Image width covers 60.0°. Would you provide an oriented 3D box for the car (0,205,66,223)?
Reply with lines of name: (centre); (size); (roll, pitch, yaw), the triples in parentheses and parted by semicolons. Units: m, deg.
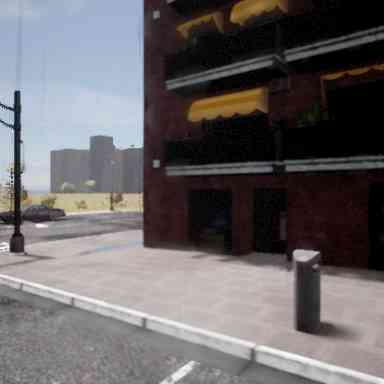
car: (-13.250, 1.759, 27.654); (2.033, 1.411, 5.357); (0, 0, 36)
